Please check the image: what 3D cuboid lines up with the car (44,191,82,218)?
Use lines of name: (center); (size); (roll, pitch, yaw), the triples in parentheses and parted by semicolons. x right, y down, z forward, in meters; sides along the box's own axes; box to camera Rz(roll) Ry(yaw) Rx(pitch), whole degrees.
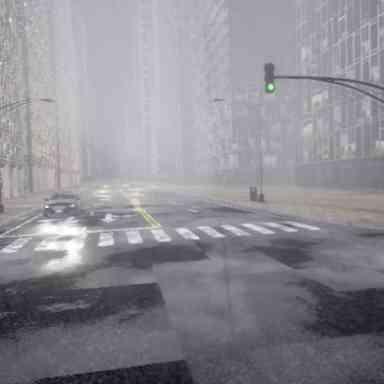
car: (-8.192, 0.737, 21.372); (2.128, 1.511, 4.902); (-2, 3, -14)
